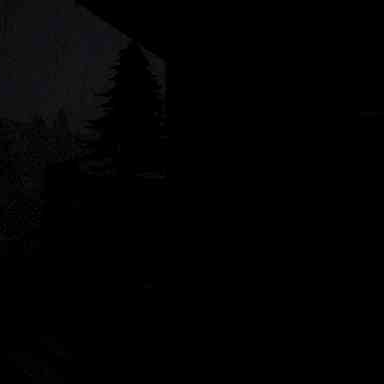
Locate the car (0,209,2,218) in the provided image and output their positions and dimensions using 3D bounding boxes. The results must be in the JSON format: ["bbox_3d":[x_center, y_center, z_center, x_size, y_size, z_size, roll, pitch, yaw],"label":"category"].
[{"bbox_3d":[-15.753,1.500,23.080,1.837,1.490,4.892,0,0,22],"label":"car"}]
